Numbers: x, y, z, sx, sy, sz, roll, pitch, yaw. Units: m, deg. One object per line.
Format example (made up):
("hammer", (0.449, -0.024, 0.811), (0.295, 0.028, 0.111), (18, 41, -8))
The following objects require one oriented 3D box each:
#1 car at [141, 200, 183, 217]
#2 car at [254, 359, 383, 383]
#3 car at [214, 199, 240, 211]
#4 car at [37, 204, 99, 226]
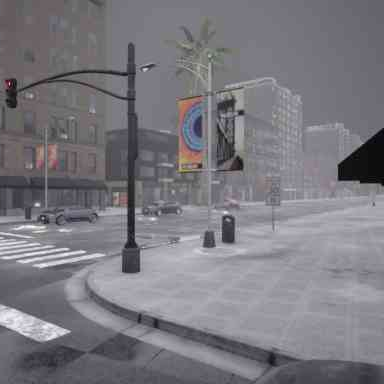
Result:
("car", (-2.853, 1.538, 32.307), (1.837, 1.490, 4.892), (0, 0, 35))
("car", (2.141, 1.551, 1.323), (4.403, 1.369, 2.008), (0, 0, 35))
("car", (4.613, 1.587, 42.882), (1.812, 1.442, 4.674), (0, 0, 35))
("car", (-8.810, 1.580, 23.852), (1.994, 1.385, 4.181), (0, 0, 35))
